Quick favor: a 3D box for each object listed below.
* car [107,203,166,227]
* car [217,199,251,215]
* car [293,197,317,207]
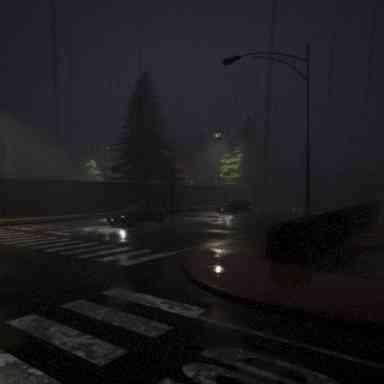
[{"bbox_3d":[-3.736,1.524,23.171,1.812,1.442,4.674,0,0,36],"label":"car"},{"bbox_3d":[4.375,1.490,34.241,2.128,1.511,4.902,0,0,36],"label":"car"},{"bbox_3d":[17.076,1.495,50.339,4.902,1.511,2.128,0,0,-44],"label":"car"}]
